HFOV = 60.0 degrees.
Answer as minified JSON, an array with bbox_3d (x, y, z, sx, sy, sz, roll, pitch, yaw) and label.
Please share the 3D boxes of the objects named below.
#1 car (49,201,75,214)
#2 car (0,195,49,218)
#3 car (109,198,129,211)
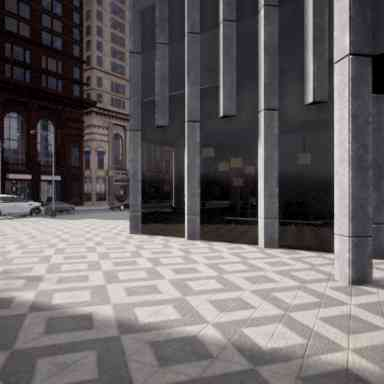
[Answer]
[{"bbox_3d":[-14.588,1.624,35.167,1.994,1.385,4.181,0,0,36],"label":"car"},{"bbox_3d":[-15.557,1.260,28.296,2.150,2.045,5.566,0,0,36],"label":"car"},{"bbox_3d":[-8.632,1.595,43.496,1.837,1.490,4.892,0,0,36],"label":"car"}]
